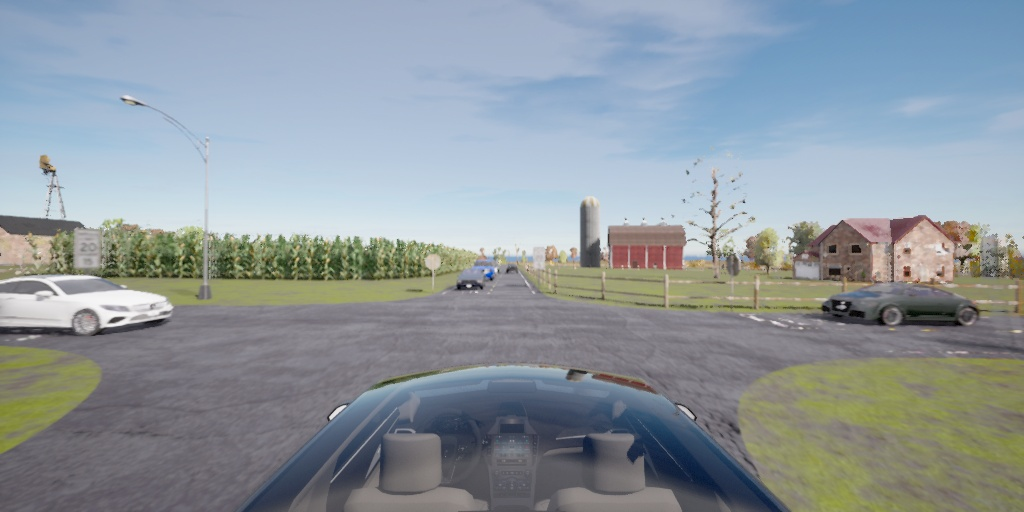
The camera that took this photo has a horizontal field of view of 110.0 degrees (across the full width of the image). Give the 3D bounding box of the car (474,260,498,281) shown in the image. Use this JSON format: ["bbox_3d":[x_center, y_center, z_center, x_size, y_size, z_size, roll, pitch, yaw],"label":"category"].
[{"bbox_3d":[-2.891,1.429,36.322,2.150,2.045,5.566,0,-1,0],"label":"car"}]

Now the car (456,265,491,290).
[{"bbox_3d":[-2.859,1.617,26.137,2.033,1.411,5.357,0,-1,-1],"label":"car"}]

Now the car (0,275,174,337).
[{"bbox_3d":[-11.969,1.241,9.643,4.674,1.442,1.812,1,0,0],"label":"car"}]

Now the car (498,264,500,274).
[{"bbox_3d":[-2.893,1.868,46.087,1.812,1.442,4.674,0,-1,0],"label":"car"}]

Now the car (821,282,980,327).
[{"bbox_3d":[13.614,1.649,12.721,4.181,1.385,1.994,1,0,-2],"label":"car"}]

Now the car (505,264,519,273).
[{"bbox_3d":[0.024,2.003,57.306,1.837,1.490,4.892,0,-1,0],"label":"car"}]
